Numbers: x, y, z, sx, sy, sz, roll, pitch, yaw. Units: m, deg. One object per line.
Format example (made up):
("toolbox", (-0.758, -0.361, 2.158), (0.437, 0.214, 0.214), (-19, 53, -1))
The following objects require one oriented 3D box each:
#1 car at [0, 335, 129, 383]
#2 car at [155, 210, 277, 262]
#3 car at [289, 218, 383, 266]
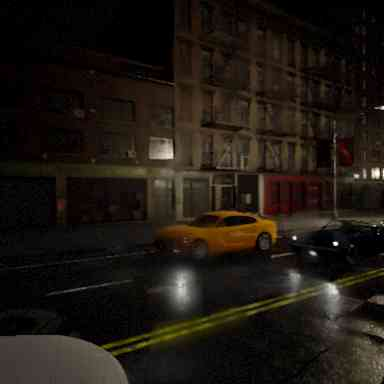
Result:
("car", (-2.557, 1.526, 1.614), (4.674, 1.442, 1.812), (0, 0, -36))
("car", (1.006, 1.477, 12.390), (5.008, 1.535, 1.882), (0, 0, -36))
("car", (5.563, 1.602, 11.649), (4.718, 1.301, 1.895), (0, 0, -36))
